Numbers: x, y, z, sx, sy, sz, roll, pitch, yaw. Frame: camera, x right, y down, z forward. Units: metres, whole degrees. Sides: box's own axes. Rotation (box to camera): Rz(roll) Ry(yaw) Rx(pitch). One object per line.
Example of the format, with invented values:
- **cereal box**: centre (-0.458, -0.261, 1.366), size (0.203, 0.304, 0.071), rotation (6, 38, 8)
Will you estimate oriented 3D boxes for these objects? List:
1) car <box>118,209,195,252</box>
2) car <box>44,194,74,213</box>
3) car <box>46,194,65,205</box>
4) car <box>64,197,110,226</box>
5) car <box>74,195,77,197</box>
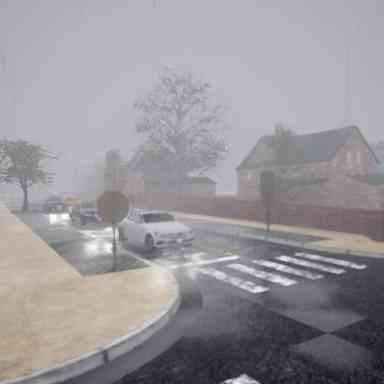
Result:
- **car**: centre (-1.716, 1.506, 14.312), size (1.812, 1.442, 4.674), rotation (-1, 1, -33)
- **car**: centre (-14.030, 1.253, 34.214), size (2.128, 1.511, 4.902), rotation (-1, 1, -31)
- **car**: centre (-20.899, 1.084, 50.720), size (1.837, 1.490, 4.892), rotation (-1, 1, -32)
- **car**: centre (-7.016, 1.375, 22.824), size (2.128, 1.511, 4.902), rotation (-1, 1, -32)
- **car**: centre (-15.551, 1.137, 42.148), size (1.882, 1.535, 5.008), rotation (-1, 1, -31)
